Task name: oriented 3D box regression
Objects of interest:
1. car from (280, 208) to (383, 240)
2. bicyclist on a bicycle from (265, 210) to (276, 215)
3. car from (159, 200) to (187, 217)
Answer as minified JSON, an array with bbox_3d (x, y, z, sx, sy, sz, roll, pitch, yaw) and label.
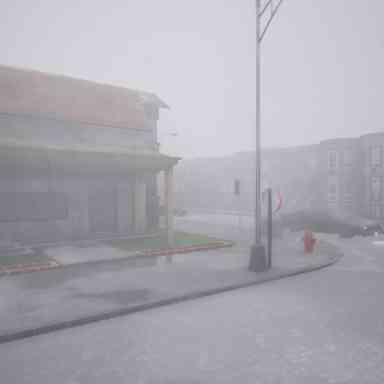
[{"bbox_3d":[7.056,1.547,17.591,2.033,1.411,5.357,0,0,-33],"label":"car"},{"bbox_3d":[7.478,1.349,31.706,1.656,1.620,0.582,0,0,-36],"label":"bicyclist on a bicycle"},{"bbox_3d":[-2.334,1.526,31.024,1.812,1.442,4.674,0,0,-36],"label":"car"}]
